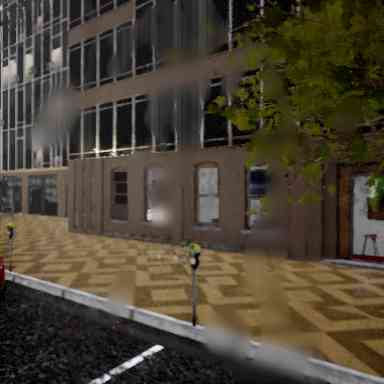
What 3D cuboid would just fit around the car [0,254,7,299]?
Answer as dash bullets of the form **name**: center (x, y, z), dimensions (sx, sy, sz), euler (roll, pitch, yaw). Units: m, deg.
- **car**: center (-5.690, 1.395, 6.941), dimensions (4.097, 1.590, 1.967), euler (0, 0, 36)
